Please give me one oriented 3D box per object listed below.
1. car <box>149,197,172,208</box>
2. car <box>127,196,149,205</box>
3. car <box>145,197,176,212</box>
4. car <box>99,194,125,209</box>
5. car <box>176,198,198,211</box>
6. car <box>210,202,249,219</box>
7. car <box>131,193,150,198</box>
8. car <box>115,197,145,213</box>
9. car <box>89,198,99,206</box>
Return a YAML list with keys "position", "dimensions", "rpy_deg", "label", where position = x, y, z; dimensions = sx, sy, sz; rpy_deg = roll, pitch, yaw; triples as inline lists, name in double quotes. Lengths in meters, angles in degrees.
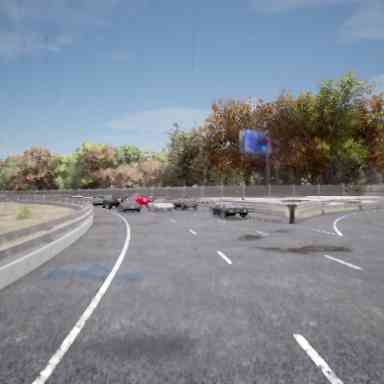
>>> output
- position: [-4.768, 1.515, 49.599]
  dimensions: [1.812, 1.442, 4.674]
  rpy_deg: [0, 0, -28]
  label: "car"
- position: [-9.542, 1.521, 58.344]
  dimensions: [1.837, 1.490, 4.892]
  rpy_deg: [0, 0, -34]
  label: "car"
- position: [-3.738, 1.593, 38.569]
  dimensions: [1.895, 1.301, 4.718]
  rpy_deg: [0, 0, -21]
  label: "car"
- position: [-10.734, 1.256, 45.873]
  dimensions: [2.150, 2.045, 5.566]
  rpy_deg: [0, 0, -28]
  label: "car"
- position: [-0.881, 1.461, 40.904]
  dimensions: [2.128, 1.511, 4.902]
  rpy_deg: [0, 0, -21]
  label: "car"
- position: [3.077, 1.554, 28.674]
  dimensions: [1.895, 1.301, 4.718]
  rpy_deg: [0, 0, -15]
  label: "car"
- position: [-7.610, 1.233, 47.455]
  dimensions: [2.150, 2.045, 5.566]
  rpy_deg: [0, 0, -28]
  label: "car"
- position: [-7.090, 1.580, 37.550]
  dimensions: [1.994, 1.385, 4.181]
  rpy_deg: [0, 0, -21]
  label: "car"
- position: [-15.537, 1.624, 54.730]
  dimensions: [1.994, 1.385, 4.181]
  rpy_deg: [0, 0, -34]
  label: "car"
